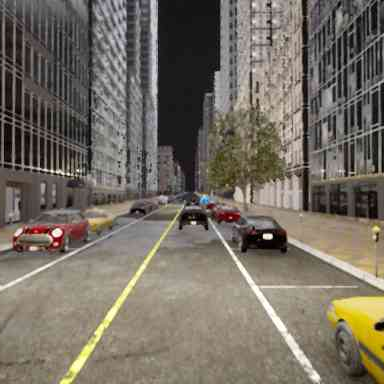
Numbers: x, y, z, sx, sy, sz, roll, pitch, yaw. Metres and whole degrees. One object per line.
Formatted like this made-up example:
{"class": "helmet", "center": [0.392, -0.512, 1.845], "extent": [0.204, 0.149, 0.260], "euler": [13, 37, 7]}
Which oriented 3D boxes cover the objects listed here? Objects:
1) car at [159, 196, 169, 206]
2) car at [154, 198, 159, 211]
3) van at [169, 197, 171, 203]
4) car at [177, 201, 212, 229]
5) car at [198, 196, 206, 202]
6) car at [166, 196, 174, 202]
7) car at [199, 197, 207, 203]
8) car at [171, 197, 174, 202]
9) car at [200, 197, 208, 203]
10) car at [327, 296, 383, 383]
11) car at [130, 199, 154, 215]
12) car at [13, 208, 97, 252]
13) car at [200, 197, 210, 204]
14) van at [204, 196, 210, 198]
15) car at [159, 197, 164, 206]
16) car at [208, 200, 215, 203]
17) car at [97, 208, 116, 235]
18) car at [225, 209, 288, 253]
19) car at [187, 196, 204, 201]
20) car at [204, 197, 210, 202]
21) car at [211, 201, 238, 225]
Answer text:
{"class": "car", "center": [-5.686, 1.690, 59.344], "extent": [1.967, 1.590, 4.097], "euler": [1, 0, 0]}
{"class": "car", "center": [-5.686, 1.736, 42.316], "extent": [1.887, 1.381, 4.507], "euler": [1, 0, 0]}
{"class": "van", "center": [-5.686, 1.609, 65.020], "extent": [1.690, 1.788, 3.998], "euler": [1, 0, 0]}
{"class": "car", "center": [0.100, 1.612, 22.290], "extent": [1.837, 1.490, 4.892], "euler": [0, 0, 0]}
{"class": "car", "center": [2.690, 1.897, 92.714], "extent": [2.008, 1.369, 4.403], "euler": [1, 0, 0]}
{"class": "car", "center": [-5.689, 1.878, 87.720], "extent": [1.887, 1.381, 4.507], "euler": [1, 0, 0]}
{"class": "car", "center": [2.691, 1.885, 82.015], "extent": [1.947, 1.339, 4.313], "euler": [1, 0, 0]}
{"class": "car", "center": [-5.689, 1.868, 76.369], "extent": [1.947, 1.339, 4.313], "euler": [1, 0, 0]}
{"class": "car", "center": [2.691, 1.885, 76.342], "extent": [1.802, 1.307, 4.206], "euler": [1, 0, 0]}
{"class": "car", "center": [2.698, 1.540, 2.743], "extent": [1.752, 1.417, 4.829], "euler": [1, 0, 0]}
{"class": "car", "center": [-5.686, 1.734, 36.642], "extent": [1.947, 1.339, 4.313], "euler": [1, 0, 0]}
{"class": "car", "center": [-5.683, 1.509, 13.940], "extent": [1.967, 1.590, 4.097], "euler": [1, 0, 0]}
{"class": "car", "center": [2.692, 1.836, 70.667], "extent": [2.008, 1.369, 4.403], "euler": [1, 0, 0]}
{"class": "van", "center": [2.695, 1.609, 64.994], "extent": [1.690, 1.788, 3.998], "euler": [1, 0, 0]}
{"class": "car", "center": [-5.687, 1.762, 47.994], "extent": [2.008, 1.369, 4.403], "euler": [1, 0, 0]}
{"class": "car", "center": [2.695, 1.727, 30.945], "extent": [1.802, 1.307, 4.206], "euler": [1, 0, 0]}
{"class": "car", "center": [-5.684, 1.619, 19.446], "extent": [1.752, 1.417, 4.829], "euler": [1, 0, 0]}
{"class": "car", "center": [2.696, 1.635, 13.922], "extent": [1.947, 1.339, 4.313], "euler": [1, 0, 0]}
{"class": "car", "center": [0.097, 1.536, 40.723], "extent": [2.097, 1.767, 4.553], "euler": [0, 0, 0]}
{"class": "car", "center": [2.695, 1.736, 42.294], "extent": [1.887, 1.381, 4.507], "euler": [1, 0, 0]}
{"class": "car", "center": [2.695, 1.665, 25.272], "extent": [1.887, 1.381, 4.507], "euler": [1, 0, 0]}
